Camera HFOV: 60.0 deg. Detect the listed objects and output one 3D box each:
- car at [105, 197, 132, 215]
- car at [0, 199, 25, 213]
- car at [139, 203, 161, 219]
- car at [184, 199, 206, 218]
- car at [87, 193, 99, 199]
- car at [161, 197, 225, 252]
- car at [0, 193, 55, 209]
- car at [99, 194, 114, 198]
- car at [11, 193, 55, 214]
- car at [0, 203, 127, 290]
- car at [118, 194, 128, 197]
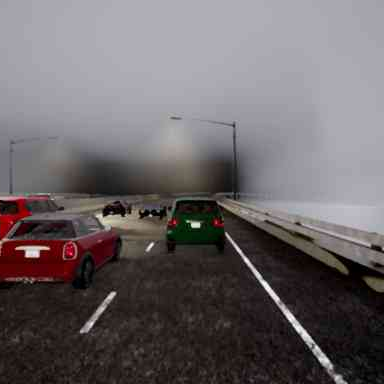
[{"bbox_3d":[-6.714,1.464,30.329,1.837,1.490,4.892,0,0,1],"label":"car"},{"bbox_3d":[-20.827,1.496,36.811,2.033,1.411,5.357,0,0,1],"label":"car"},{"bbox_3d":[-3.238,1.563,28.424,1.895,1.301,4.718,0,0,1],"label":"car"},{"bbox_3d":[0.286,1.464,30.278,1.837,1.490,4.892,0,0,1],"label":"car"},{"bbox_3d":[-23.329,1.026,78.957,2.097,1.767,4.553,0,0,2],"label":"car"},{"bbox_3d":[0.142,1.207,13.922,2.150,2.045,5.566,0,0,0],"label":"car"},{"bbox_3d":[-6.857,1.206,13.962,2.150,2.045,5.566,0,0,0],"label":"car"},{"bbox_3d":[-19.831,1.222,78.825,1.994,1.385,4.181,0,0,2],"label":"car"},{"bbox_3d":[-17.326,1.170,36.661,2.150,2.045,5.566,0,0,1],"label":"car"},{"bbox_3d":[-3.394,1.341,9.231,2.097,1.767,4.553,0,0,0],"label":"car"},{"bbox_3d":[-16.332,1.169,78.723,1.837,1.490,4.892,0,0,2],"label":"car"}]
